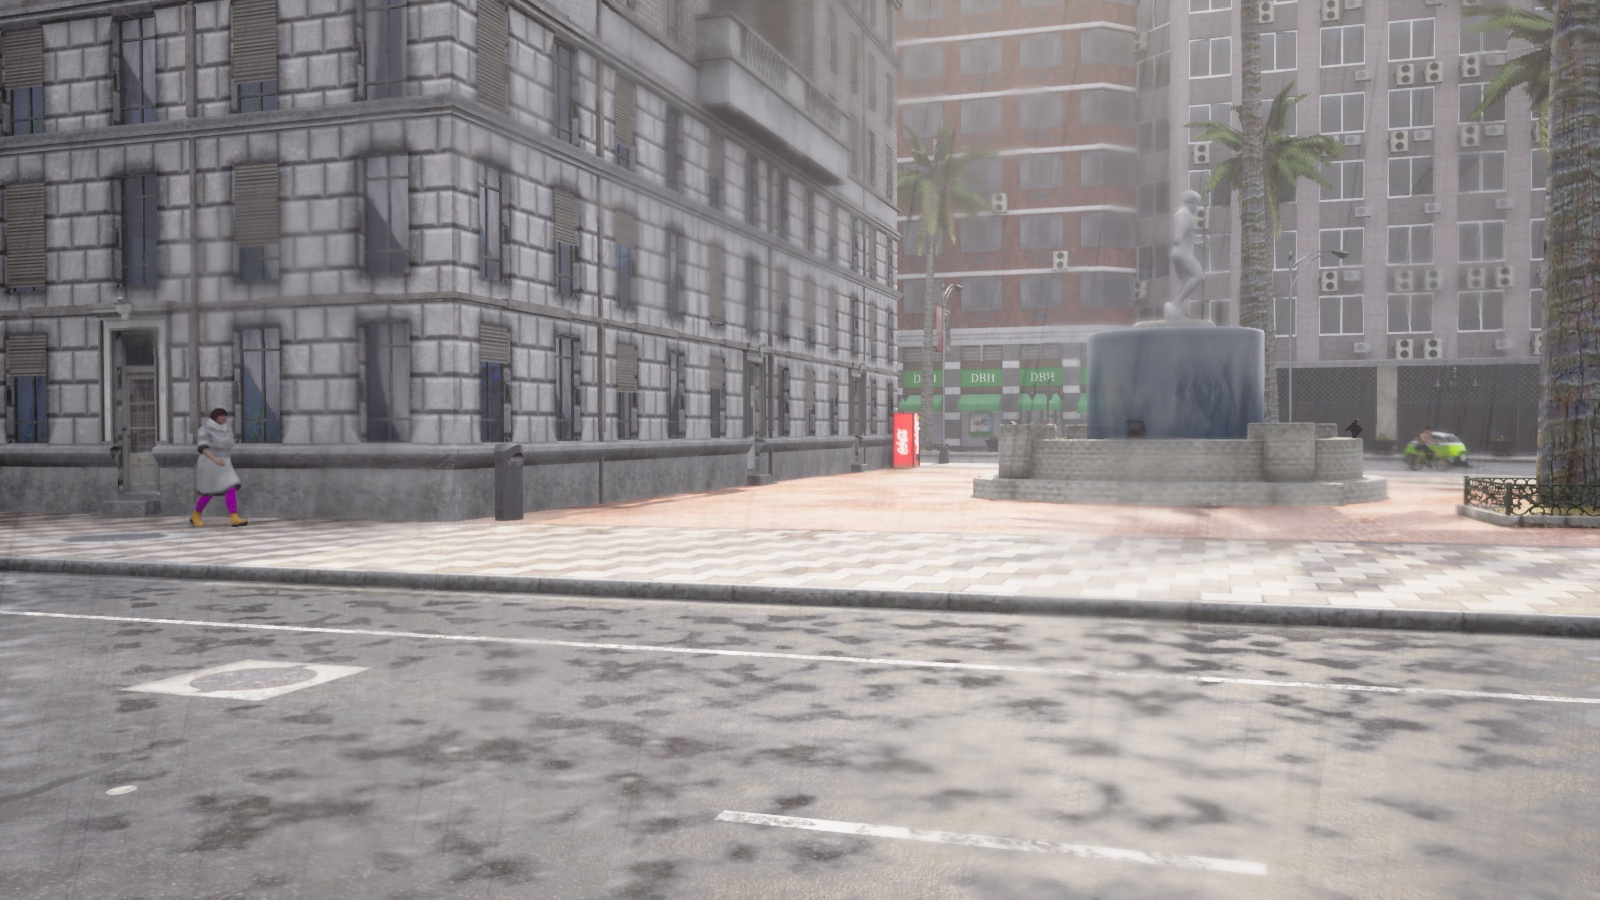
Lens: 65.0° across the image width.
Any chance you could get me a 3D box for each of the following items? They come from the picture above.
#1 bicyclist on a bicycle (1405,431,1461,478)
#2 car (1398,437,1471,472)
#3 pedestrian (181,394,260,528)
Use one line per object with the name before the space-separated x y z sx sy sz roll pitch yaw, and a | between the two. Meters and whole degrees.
bicyclist on a bicycle | 22.075 0.145 43.798 0.866 1.612 1.509 -1 1 -34
car | 25.633 0.165 50.767 1.481 1.376 2.207 0 1 -37
pedestrian | -8.650 0.151 18.744 0.873 1.952 0.659 1 1 24
